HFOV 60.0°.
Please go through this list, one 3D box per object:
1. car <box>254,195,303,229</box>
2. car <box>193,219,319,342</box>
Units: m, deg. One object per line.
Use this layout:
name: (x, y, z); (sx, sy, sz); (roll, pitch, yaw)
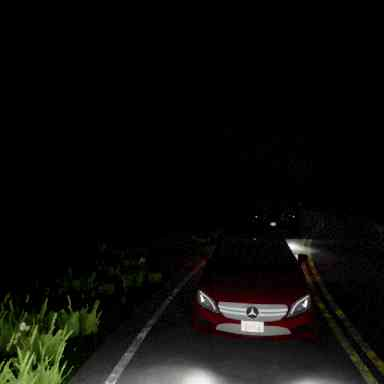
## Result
car: (5.015, 1.214, 18.917); (2.150, 2.045, 5.566); (-2, -1, 22)
car: (1.231, 1.534, 6.725); (1.812, 1.442, 4.674); (-1, 0, 11)
